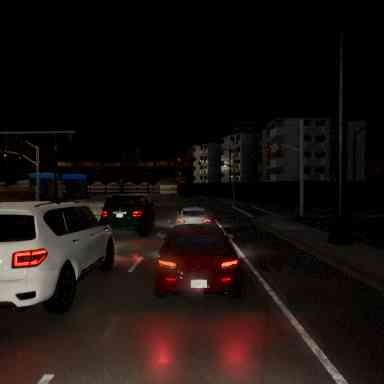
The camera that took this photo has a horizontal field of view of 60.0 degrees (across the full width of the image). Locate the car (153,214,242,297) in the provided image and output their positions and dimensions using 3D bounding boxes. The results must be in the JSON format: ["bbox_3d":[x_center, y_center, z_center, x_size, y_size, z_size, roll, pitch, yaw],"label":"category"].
[{"bbox_3d":[0.118,1.521,8.423,1.812,1.442,4.674,0,0,0],"label":"car"}]

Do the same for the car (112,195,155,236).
[{"bbox_3d":[-3.355,1.179,18.139,2.150,2.045,5.566,0,0,0],"label":"car"}]

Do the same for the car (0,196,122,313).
[{"bbox_3d":[-3.385,1.218,7.780,2.150,2.045,5.566,0,0,0],"label":"car"}]

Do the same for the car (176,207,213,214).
[{"bbox_3d":[0.112,1.490,17.510,1.812,1.442,4.674,0,0,1],"label":"car"}]
